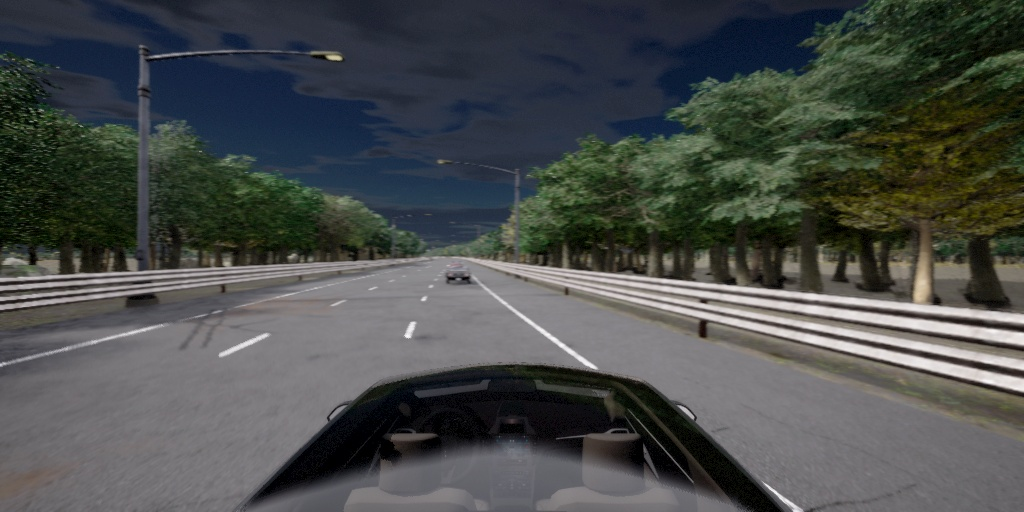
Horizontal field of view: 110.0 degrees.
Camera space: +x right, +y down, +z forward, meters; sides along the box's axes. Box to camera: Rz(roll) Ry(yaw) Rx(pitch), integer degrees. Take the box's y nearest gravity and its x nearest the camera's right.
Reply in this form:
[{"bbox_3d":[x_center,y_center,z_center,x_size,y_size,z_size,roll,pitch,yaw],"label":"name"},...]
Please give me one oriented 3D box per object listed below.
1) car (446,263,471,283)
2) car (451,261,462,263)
[{"bbox_3d":[-4.292,1.426,28.614,1.895,1.301,4.718,0,0,-9],"label":"car"},{"bbox_3d":[-9.390,1.448,60.909,1.994,1.385,4.181,0,0,-9],"label":"car"}]
